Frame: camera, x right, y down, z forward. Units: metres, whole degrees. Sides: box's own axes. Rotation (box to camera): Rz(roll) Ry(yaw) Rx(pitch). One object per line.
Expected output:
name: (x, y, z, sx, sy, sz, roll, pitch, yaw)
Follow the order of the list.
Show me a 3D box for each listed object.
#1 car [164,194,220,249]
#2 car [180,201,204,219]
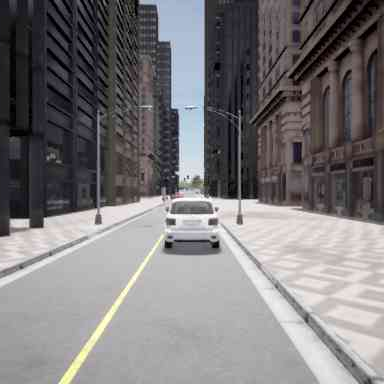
car: (0.000, 1.253, 14.680, 2.150, 2.045, 5.566, 0, 0, 0)
car: (0.000, 1.561, 29.650, 1.994, 1.385, 4.181, 0, 0, 0)
